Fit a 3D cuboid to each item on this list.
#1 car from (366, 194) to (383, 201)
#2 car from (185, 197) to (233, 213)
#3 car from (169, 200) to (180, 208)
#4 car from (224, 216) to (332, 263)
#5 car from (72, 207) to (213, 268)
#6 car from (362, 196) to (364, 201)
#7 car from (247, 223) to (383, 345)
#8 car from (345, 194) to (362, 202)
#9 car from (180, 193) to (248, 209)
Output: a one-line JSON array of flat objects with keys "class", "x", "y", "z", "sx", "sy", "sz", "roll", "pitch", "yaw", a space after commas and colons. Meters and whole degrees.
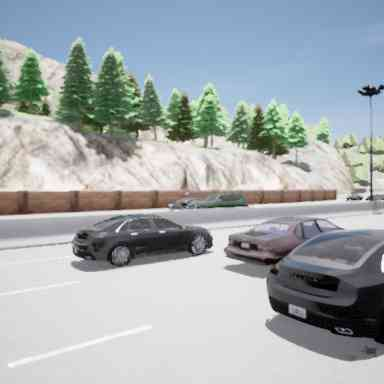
[{"class": "car", "x": 30.202, "y": 1.145, "z": 53.414, "sx": 4.892, "sy": 1.490, "sz": 1.837, "roll": -3, "pitch": 2, "yaw": -41}, {"class": "car", "x": 1.898, "y": 1.377, "z": 35.619, "sx": 4.902, "sy": 1.511, "sz": 2.128, "roll": -1, "pitch": 0, "yaw": -36}, {"class": "car", "x": -0.415, "y": 1.386, "z": 38.264, "sx": 4.902, "sy": 1.511, "sz": 2.128, "roll": -1, "pitch": 0, "yaw": -36}, {"class": "car", "x": 3.502, "y": 1.493, "z": 10.591, "sx": 5.357, "sy": 1.411, "sz": 2.033, "roll": -1, "pitch": 0, "yaw": -36}, {"class": "car", "x": -1.490, "y": 1.486, "z": 11.319, "sx": 4.892, "sy": 1.490, "sz": 1.837, "roll": -1, "pitch": 0, "yaw": -36}, {"class": "car", "x": 34.242, "y": 1.109, "z": 62.207, "sx": 2.033, "sy": 1.411, "sz": 5.357, "roll": 0, "pitch": 0, "yaw": 44}, {"class": "car", "x": 3.508, "y": 1.464, "z": 6.288, "sx": 4.892, "sy": 1.490, "sz": 1.837, "roll": -1, "pitch": 0, "yaw": -36}, {"class": "car", "x": 31.683, "y": 1.099, "z": 64.610, "sx": 5.357, "sy": 1.411, "sz": 2.033, "roll": -1, "pitch": 0, "yaw": -44}, {"class": "car", "x": 2.141, "y": 1.131, "z": 27.112, "sx": 5.566, "sy": 2.045, "sz": 2.150, "roll": 0, "pitch": 0, "yaw": -36}]
